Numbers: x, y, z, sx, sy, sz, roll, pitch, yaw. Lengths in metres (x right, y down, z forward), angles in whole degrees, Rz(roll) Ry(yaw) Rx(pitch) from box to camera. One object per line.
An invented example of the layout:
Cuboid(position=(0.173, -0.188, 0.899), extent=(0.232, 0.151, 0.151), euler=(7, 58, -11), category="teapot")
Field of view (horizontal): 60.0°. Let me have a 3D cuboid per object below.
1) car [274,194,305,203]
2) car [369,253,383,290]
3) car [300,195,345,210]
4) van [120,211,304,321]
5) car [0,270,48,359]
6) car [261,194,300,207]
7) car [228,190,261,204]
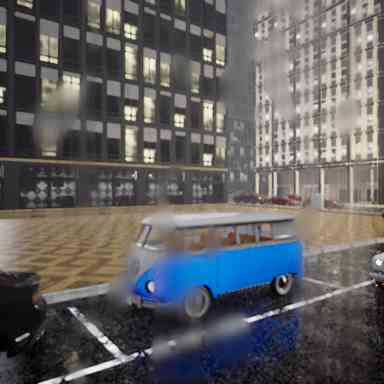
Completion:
Cuboid(position=(14.442, 0.955, 49.659), extent=(1.802, 1.307, 4.206), euler=(1, 0, -36), category="car")
Cuboid(position=(6.151, 1.593, 7.746), extent=(4.718, 1.301, 1.895), euler=(0, 0, -35), category="car")
Cuboid(position=(14.175, 1.047, 35.665), extent=(1.967, 1.590, 4.097), euler=(1, 0, -36), category="car")
Cuboid(position=(0.589, 1.337, 6.983), extent=(3.998, 1.788, 1.690), euler=(0, 0, -36), category="van")
Cuboid(position=(-4.007, 1.552, 3.700), extent=(4.403, 1.369, 2.008), euler=(0, 0, -36), category="car")
Cuboid(position=(10.921, 1.081, 40.194), extent=(1.802, 1.307, 4.206), euler=(1, 0, -36), category="car")
Cuboid(position=(7.677, 0.707, 44.721), extent=(2.192, 1.841, 5.009), euler=(1, 0, -36), category="car")
